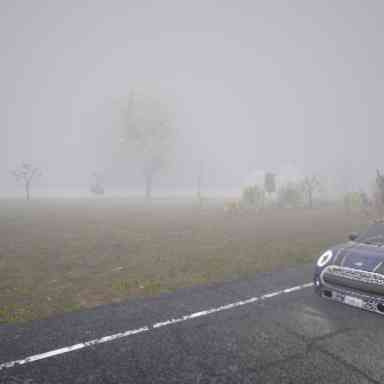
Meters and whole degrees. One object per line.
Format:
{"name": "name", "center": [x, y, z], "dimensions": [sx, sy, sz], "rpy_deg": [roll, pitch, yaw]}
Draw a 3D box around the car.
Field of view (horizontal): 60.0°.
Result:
{"name": "car", "center": [4.694, 1.347, 7.214], "dimensions": [4.553, 1.767, 2.097], "rpy_deg": [0, 0, -35]}
